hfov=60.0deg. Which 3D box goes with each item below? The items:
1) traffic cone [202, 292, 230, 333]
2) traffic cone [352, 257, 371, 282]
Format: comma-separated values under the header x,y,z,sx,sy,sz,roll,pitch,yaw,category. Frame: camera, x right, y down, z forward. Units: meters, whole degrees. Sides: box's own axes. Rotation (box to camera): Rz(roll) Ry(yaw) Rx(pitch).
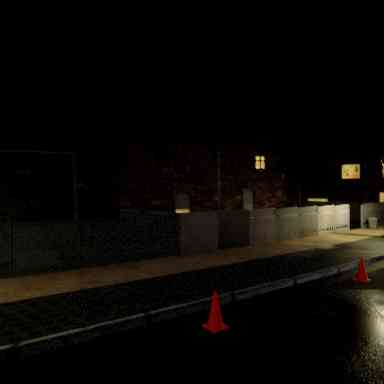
x,y,z,sx,sy,sz,roll,pitch,yaw,category
0.393,1.956,5.531,0.340,0.580,0.340,0,0,-36,traffic cone
4.345,1.956,8.497,0.340,0.580,0.340,0,0,-38,traffic cone
